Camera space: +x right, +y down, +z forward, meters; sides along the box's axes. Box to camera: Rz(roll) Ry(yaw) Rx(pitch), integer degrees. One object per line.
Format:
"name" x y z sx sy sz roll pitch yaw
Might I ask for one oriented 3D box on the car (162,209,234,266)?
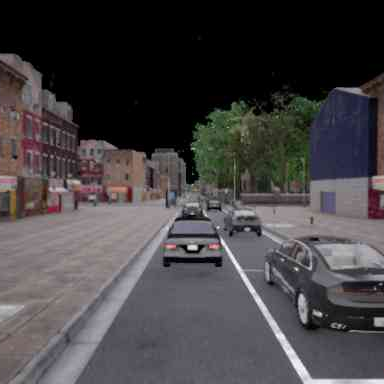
"car" 0.026 1.543 11.459 2.033 1.411 5.357 0 0 0

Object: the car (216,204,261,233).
"car" 2.629 1.548 17.989 2.008 1.369 4.403 -1 0 0

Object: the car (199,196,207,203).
"car" 2.628 1.721 78.609 1.752 1.417 4.829 -1 0 0

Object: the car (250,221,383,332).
"car" 2.629 1.547 6.744 2.008 1.369 4.403 -1 0 0

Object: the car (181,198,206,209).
"car" 0.051 1.534 29.298 1.812 1.442 4.674 0 0 0

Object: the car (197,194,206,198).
"car" 2.629 1.714 72.990 2.008 1.369 4.403 -1 0 0

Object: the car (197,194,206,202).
"car" 2.623 1.582 89.342 2.192 1.841 5.009 -1 0 0

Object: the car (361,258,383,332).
"car" 2.628 1.439 1.123 1.967 1.590 4.097 -1 0 0

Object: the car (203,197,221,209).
"car" 2.629 1.599 40.476 1.947 1.339 4.313 -1 0 0
